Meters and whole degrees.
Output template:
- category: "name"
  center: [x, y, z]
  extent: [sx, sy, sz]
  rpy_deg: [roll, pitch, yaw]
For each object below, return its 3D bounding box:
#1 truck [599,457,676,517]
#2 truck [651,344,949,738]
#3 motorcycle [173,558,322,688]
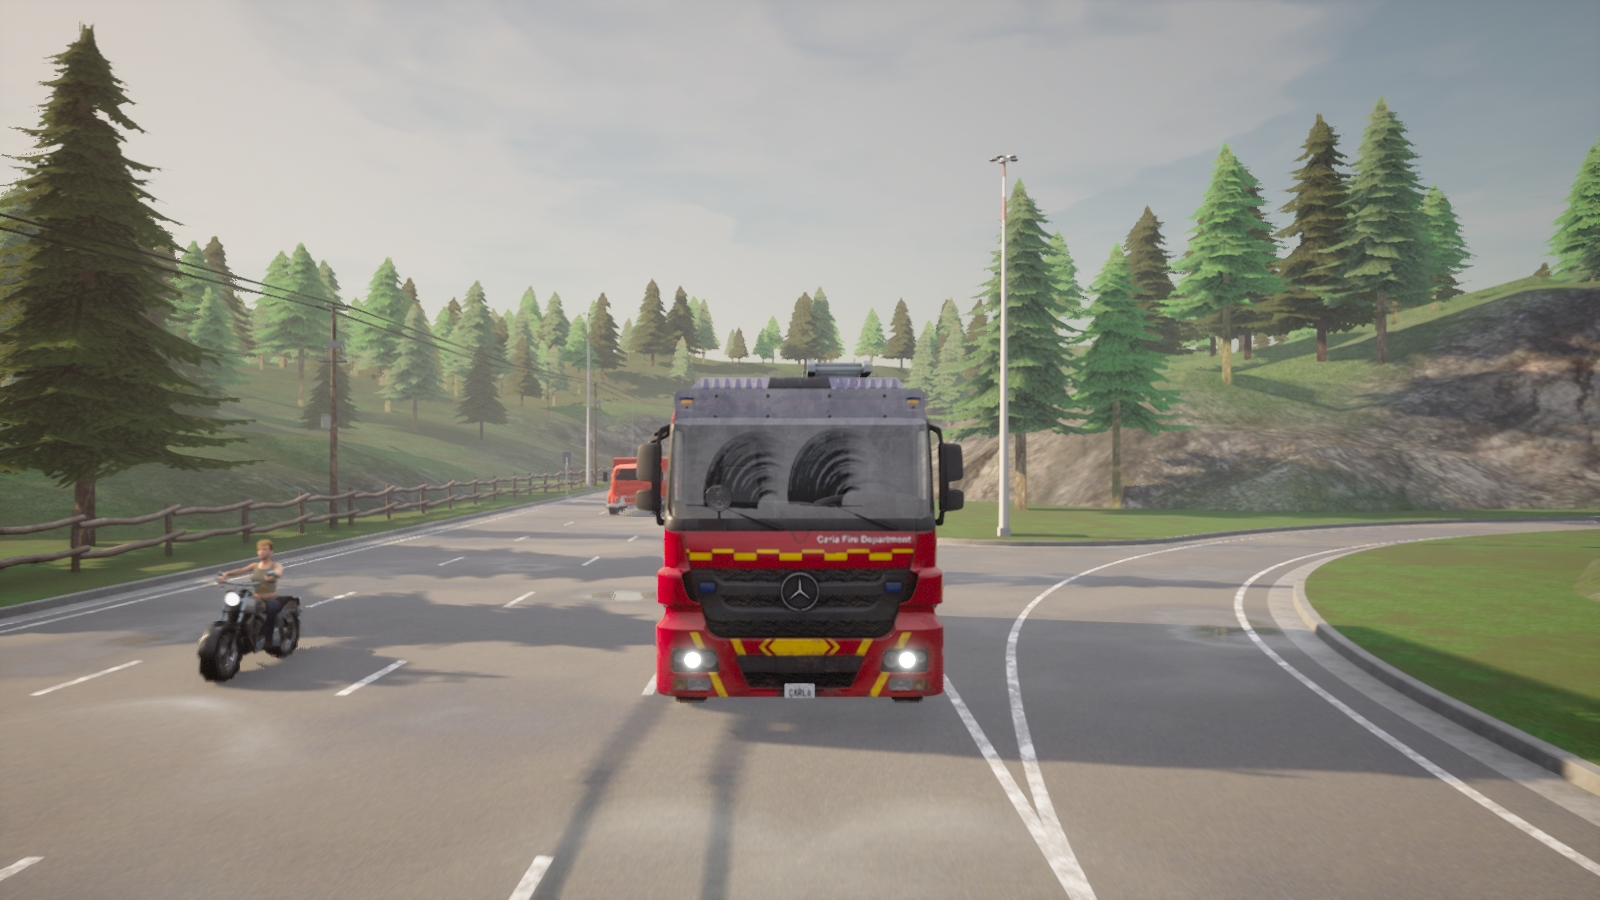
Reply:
- category: "truck"
  center: [-7.002, 1.548, 49.885]
  extent: [2.627, 2.467, 5.204]
  rpy_deg: [0, 0, 0]
- category: "truck"
  center: [-0.006, 0.884, 15.325]
  extent: [2.891, 3.827, 8.468]
  rpy_deg: [0, 0, 0]
- category: "motorcycle"
  center: [-7.001, 2.148, 14.624]
  extent: [0.764, 1.307, 2.356]
  rpy_deg: [0, 0, 0]
